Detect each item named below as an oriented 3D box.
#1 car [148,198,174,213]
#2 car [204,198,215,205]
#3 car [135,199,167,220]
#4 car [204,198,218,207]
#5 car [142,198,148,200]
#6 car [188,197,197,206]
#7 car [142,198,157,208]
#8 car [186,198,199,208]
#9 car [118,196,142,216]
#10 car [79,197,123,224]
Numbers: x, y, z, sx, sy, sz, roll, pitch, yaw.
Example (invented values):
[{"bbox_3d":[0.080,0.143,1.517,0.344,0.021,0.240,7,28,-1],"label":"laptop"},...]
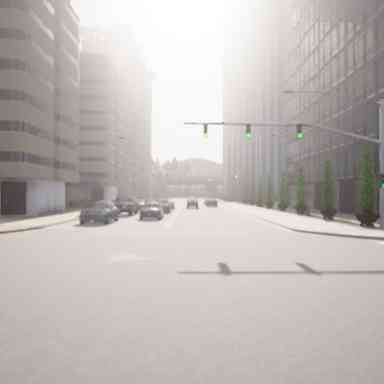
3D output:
[{"bbox_3d":[-3.597,1.578,39.487,2.097,1.767,4.553,0,0,0],"label":"car"},{"bbox_3d":[3.497,1.952,67.503,1.994,1.385,4.181,0,0,0],"label":"car"},{"bbox_3d":[-3.600,1.682,30.282,1.837,1.490,4.892,0,0,0],"label":"car"},{"bbox_3d":[3.498,1.854,58.836,1.837,1.490,4.892,0,0,0],"label":"car"},{"bbox_3d":[-7.091,1.738,45.334,2.128,1.511,4.902,0,0,0],"label":"car"},{"bbox_3d":[0.099,1.854,65.743,1.882,1.535,5.008,0,0,0],"label":"car"},{"bbox_3d":[-7.047,1.806,55.773,1.837,1.490,4.892,0,0,0],"label":"car"},{"bbox_3d":[0.098,1.817,53.626,1.837,1.490,4.892,0,0,0],"label":"car"},{"bbox_3d":[-7.097,1.415,35.376,2.150,2.045,5.566,0,0,0],"label":"car"},{"bbox_3d":[-7.100,1.495,25.786,2.097,1.767,4.553,0,0,0],"label":"car"}]
